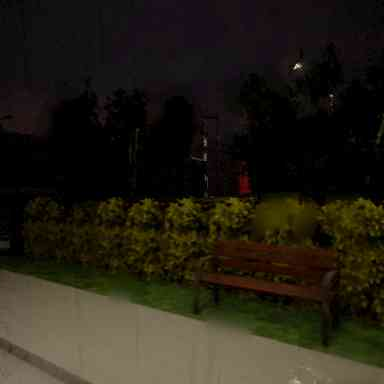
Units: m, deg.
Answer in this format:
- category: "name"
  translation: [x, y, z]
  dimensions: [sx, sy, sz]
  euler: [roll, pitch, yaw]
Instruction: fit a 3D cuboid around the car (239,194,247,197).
- category: "car"
  translation: [10.543, 0.959, 62.101]
  dimensions: [1.882, 1.535, 5.008]
  euler: [-1, 0, 35]
